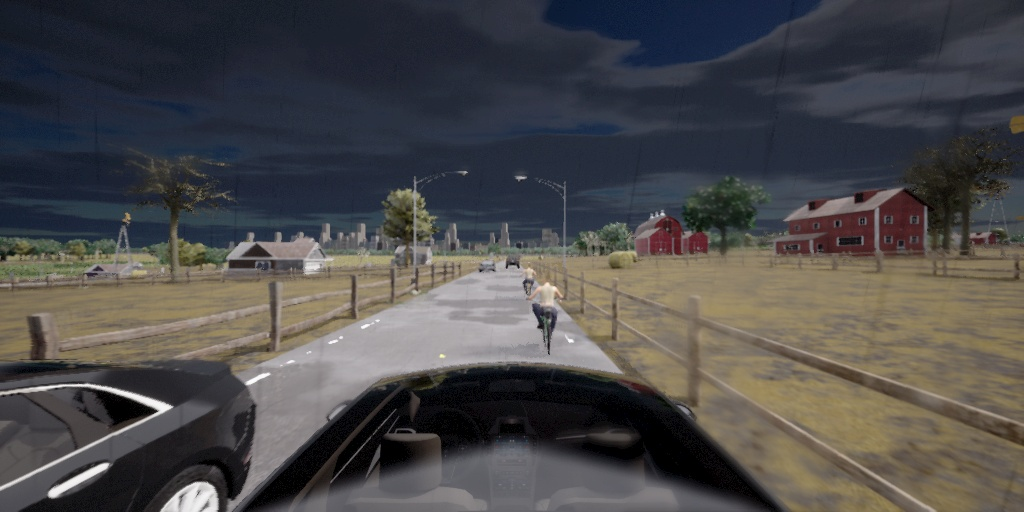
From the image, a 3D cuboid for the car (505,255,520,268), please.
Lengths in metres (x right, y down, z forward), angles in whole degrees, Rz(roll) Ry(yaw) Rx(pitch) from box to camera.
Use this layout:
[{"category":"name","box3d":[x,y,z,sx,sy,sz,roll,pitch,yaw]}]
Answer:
[{"category":"car","box3d":[0.105,0.951,58.939,2.150,2.045,5.566,0,-1,0]}]

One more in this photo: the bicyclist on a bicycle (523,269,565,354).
[{"category":"bicyclist on a bicycle","box3d":[0.739,1.173,7.764,0.866,1.612,1.509,0,0,0]}]

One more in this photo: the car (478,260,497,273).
[{"category":"car","box3d":[-2.840,1.234,42.105,1.812,1.442,4.674,0,0,0]}]

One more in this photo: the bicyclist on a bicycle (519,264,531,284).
[{"category":"bicyclist on a bicycle","box3d":[0.781,1.155,16.697,0.866,1.612,1.509,0,0,0]}]

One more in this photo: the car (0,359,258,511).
[{"category":"car","box3d":[-2.849,1.257,0.728,1.837,1.490,4.892,0,0,0]}]
